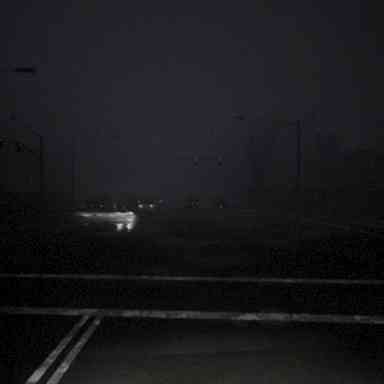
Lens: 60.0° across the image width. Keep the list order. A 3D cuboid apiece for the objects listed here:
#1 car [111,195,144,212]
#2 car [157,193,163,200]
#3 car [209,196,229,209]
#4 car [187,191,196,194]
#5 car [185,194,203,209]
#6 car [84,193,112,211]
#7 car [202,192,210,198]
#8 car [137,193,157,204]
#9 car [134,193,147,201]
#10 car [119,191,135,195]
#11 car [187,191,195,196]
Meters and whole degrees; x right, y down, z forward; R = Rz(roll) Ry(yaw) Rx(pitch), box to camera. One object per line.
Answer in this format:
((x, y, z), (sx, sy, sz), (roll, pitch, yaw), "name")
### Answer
((-7.177, 1.371, 37.430), (2.128, 1.511, 4.902), (0, 0, 0), "car")
((-7.148, 0.956, 69.240), (2.033, 1.411, 5.357), (0, 1, 0), "car")
((3.510, 1.437, 42.543), (1.895, 1.301, 4.718), (0, 1, 0), "car")
((-0.167, 0.576, 77.818), (2.097, 1.767, 4.553), (0, 1, 0), "car")
((0.012, 1.388, 42.042), (2.033, 1.411, 5.357), (0, 1, 0), "car")
((-10.678, 1.095, 38.404), (2.150, 2.045, 5.566), (0, 1, 0), "car")
((3.333, 0.744, 77.860), (1.812, 1.442, 4.674), (0, 1, 0), "car")
((-7.186, 1.167, 53.734), (1.882, 1.535, 5.008), (0, 1, -1), "car")
((-10.648, 1.015, 69.029), (1.895, 1.301, 4.718), (0, 1, 0), "car")
((-10.678, 0.900, 54.686), (2.150, 2.045, 5.566), (0, 1, 1), "car")
((-0.189, 0.378, 87.853), (2.033, 1.411, 5.357), (0, 1, 0), "car")
